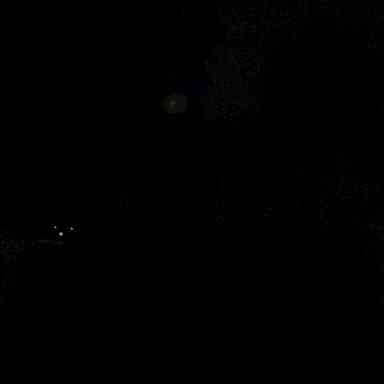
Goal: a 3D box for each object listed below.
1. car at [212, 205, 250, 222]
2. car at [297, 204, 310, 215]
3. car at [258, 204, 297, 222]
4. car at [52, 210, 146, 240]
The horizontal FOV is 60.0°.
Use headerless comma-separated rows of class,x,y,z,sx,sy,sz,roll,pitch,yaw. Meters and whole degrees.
car,3.683,1.928,30.661,2.128,1.511,4.902,0,-1,36
car,14.891,2.429,46.200,2.033,1.411,5.357,0,-1,36
car,8.053,1.978,31.720,1.882,1.535,5.008,0,-1,36
car,-4.925,1.726,18.603,2.033,1.411,5.357,0,-1,36
